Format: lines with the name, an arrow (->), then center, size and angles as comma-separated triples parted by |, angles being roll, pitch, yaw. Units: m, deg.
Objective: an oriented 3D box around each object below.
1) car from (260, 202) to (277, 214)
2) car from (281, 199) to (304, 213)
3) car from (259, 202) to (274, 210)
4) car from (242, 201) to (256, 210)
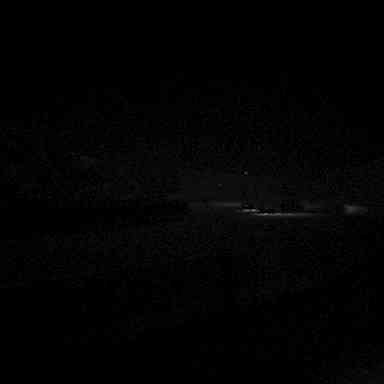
car -> 11.369, 2.455, 49.880 | 1.812, 1.442, 4.674 | -1, -1, 1
car -> 14.877, 2.069, 49.730 | 2.150, 2.045, 5.566 | -1, -1, 1
car -> 14.712, 2.719, 65.706 | 1.837, 1.490, 4.892 | -1, -1, -1
car -> 11.205, 2.650, 65.636 | 2.097, 1.767, 4.553 | -1, -1, -1
